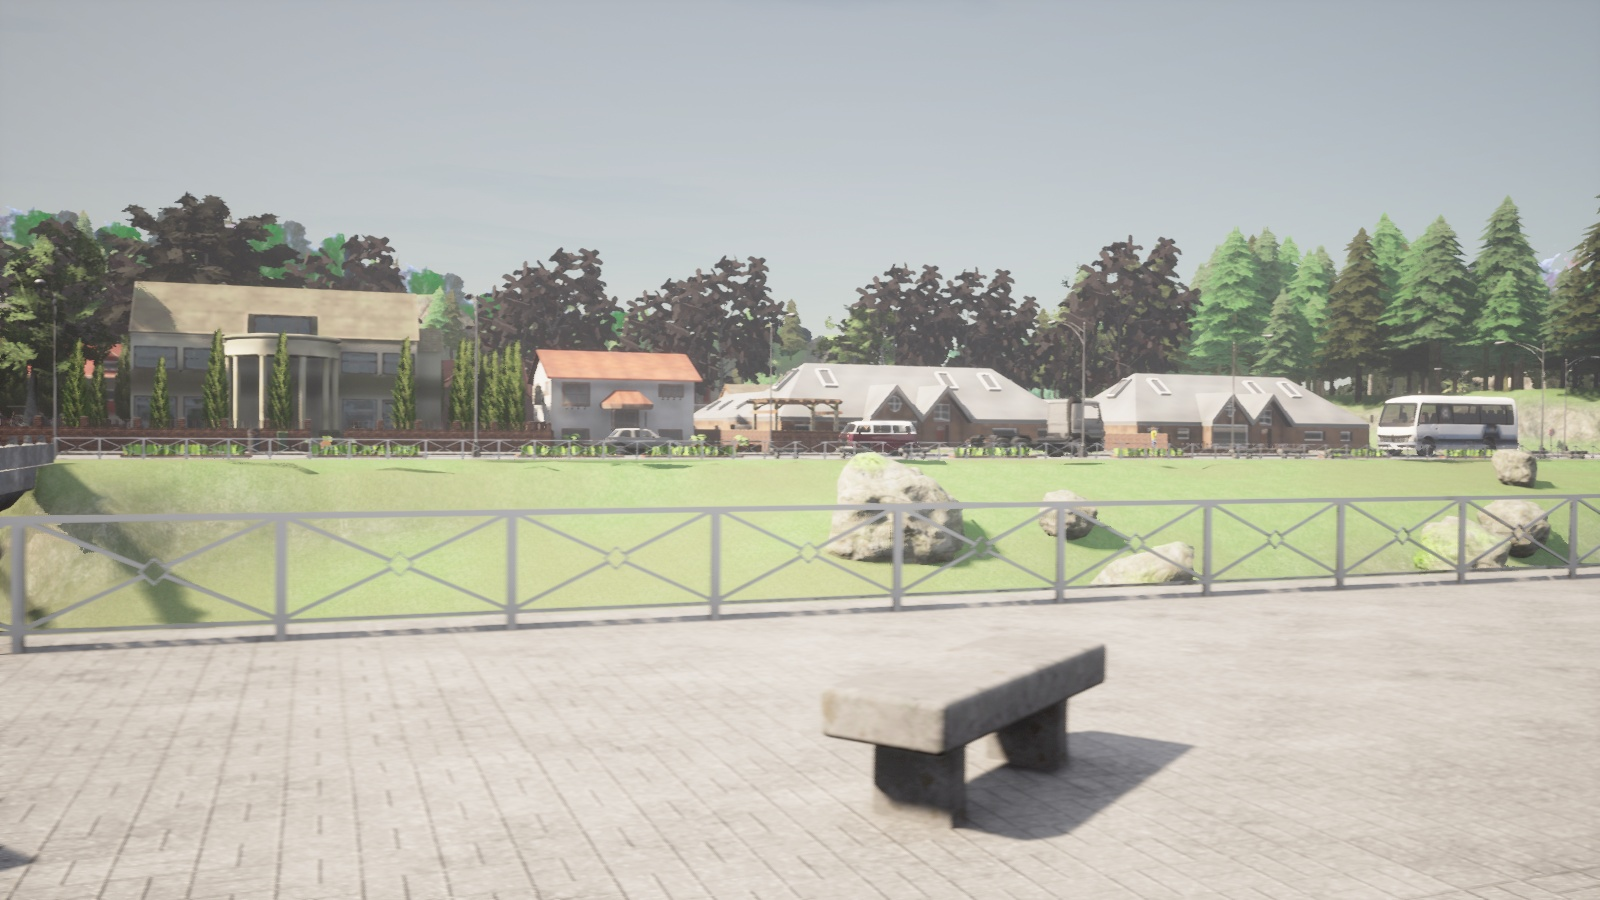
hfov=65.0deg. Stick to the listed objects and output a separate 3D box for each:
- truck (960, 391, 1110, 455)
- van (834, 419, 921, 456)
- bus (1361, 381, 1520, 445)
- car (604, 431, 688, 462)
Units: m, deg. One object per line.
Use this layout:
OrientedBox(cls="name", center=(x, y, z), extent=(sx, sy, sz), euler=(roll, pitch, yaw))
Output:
OrientedBox(cls="truck", center=(13.208, -1.538, 70.651), extent=(7.936, 3.462, 2.891), euler=(-1, 1, -21))
OrientedBox(cls="van", center=(4.417, -0.740, 71.565), extent=(4.480, 2.038, 2.069), euler=(-1, 1, -21))
OrientedBox(cls="bus", center=(44.345, -2.588, 86.912), extent=(10.273, 4.253, 3.944), euler=(-1, 1, -21))
OrientedBox(cls="car", center=(-7.693, -0.199, 62.623), extent=(3.806, 1.475, 1.970), euler=(-1, 1, -21))
